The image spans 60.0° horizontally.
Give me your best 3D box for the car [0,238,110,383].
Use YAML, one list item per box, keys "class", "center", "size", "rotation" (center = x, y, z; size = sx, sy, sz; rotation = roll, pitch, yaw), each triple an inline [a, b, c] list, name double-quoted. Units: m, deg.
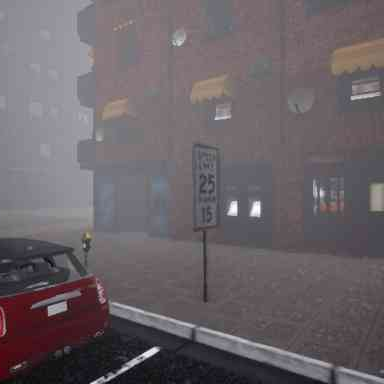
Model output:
- class: "car"
  center: [-3.215, 1.439, 5.170]
  size: [4.097, 1.590, 1.967]
  rotation: [0, 0, 36]
